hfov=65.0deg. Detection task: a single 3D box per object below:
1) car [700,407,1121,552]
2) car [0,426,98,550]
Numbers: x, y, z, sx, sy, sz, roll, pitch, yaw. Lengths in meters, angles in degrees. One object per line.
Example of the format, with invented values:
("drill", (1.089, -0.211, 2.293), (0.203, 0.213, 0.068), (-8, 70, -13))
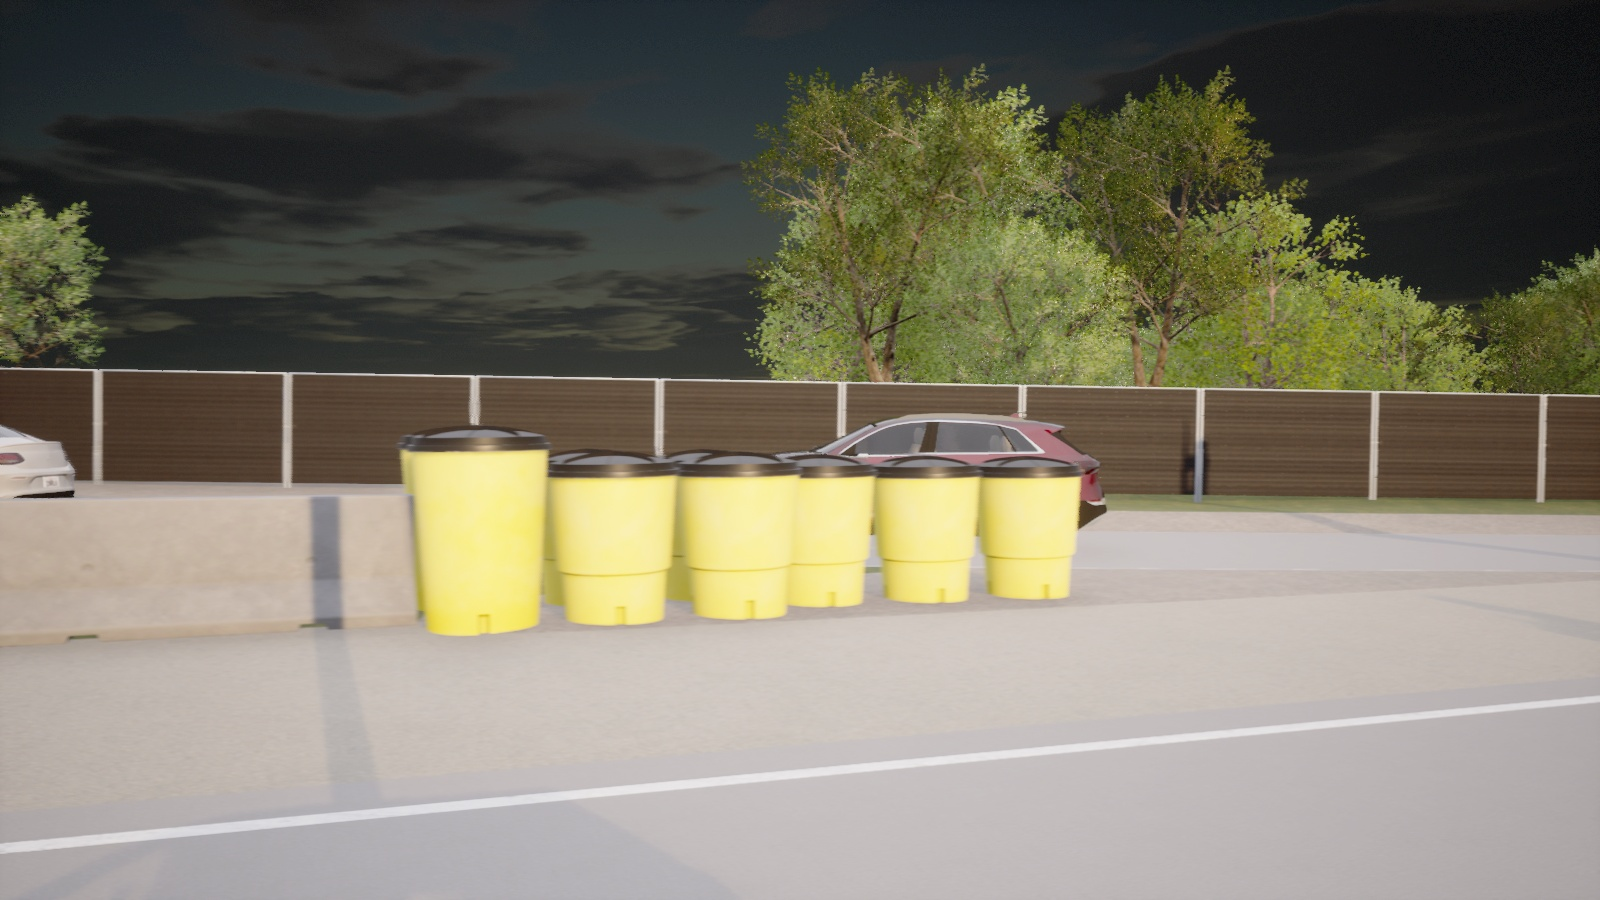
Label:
("car", (1.271, 0.320, 15.482), (4.856, 1.649, 2.033), (0, 1, 0))
("car", (-11.679, 0.432, 15.840), (4.674, 1.442, 1.812), (0, 2, 3))
